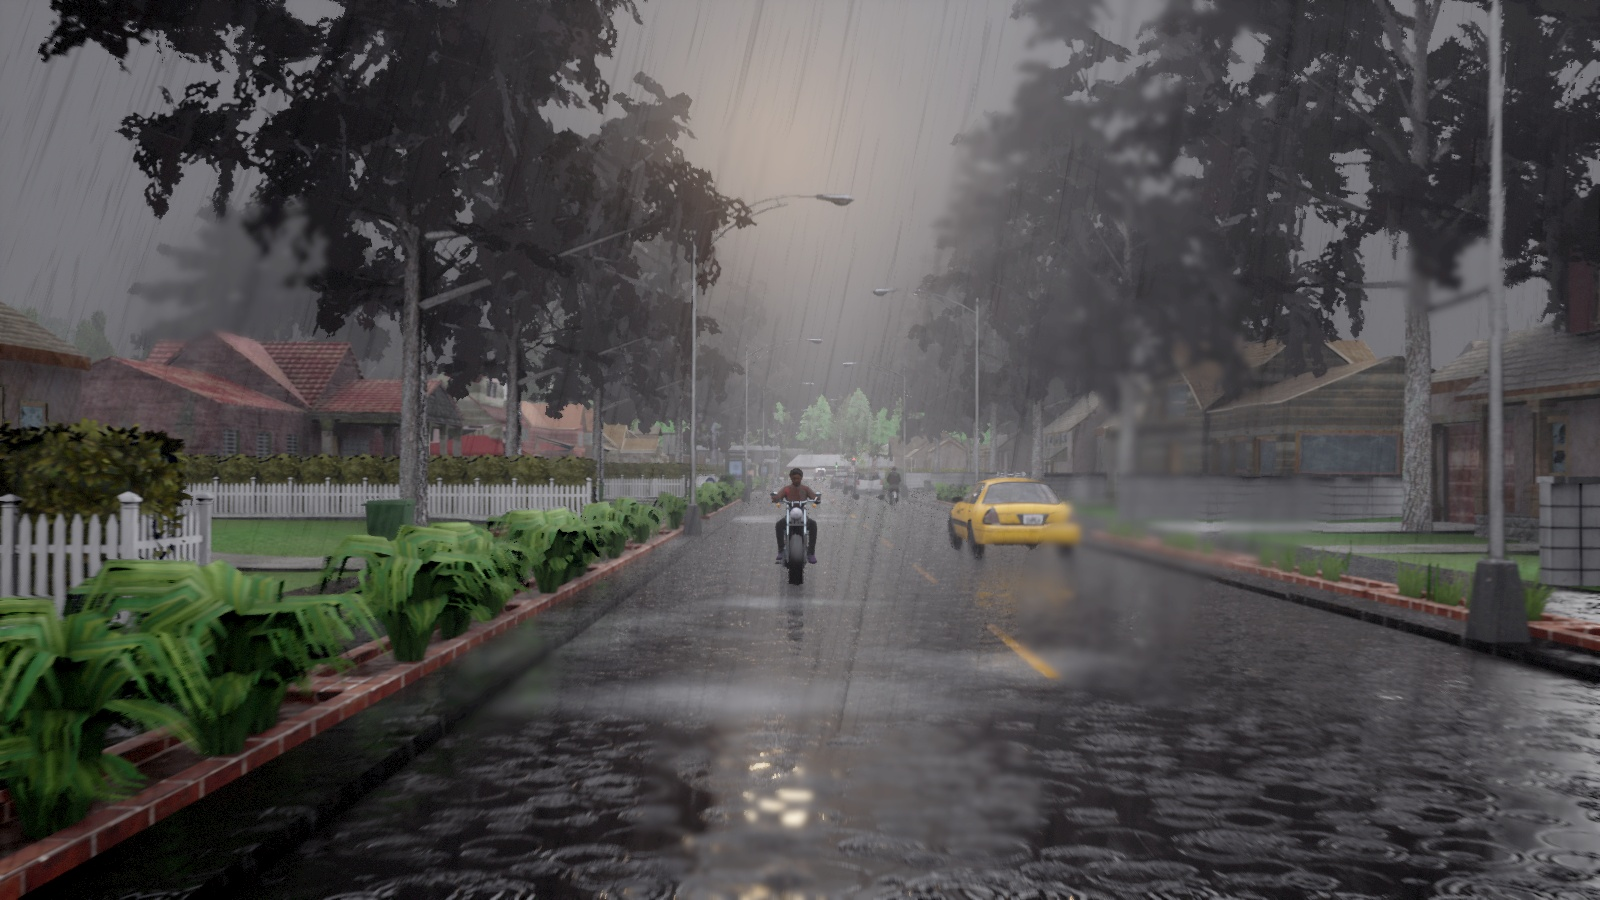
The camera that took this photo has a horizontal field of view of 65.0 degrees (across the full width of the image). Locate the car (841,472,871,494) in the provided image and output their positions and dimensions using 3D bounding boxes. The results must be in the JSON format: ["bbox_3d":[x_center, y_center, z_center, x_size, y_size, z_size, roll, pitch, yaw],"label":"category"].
[{"bbox_3d":[3.789,2.249,85.741,1.845,1.501,3.633,0,-1,0],"label":"car"}]

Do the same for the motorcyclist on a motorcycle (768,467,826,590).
[{"bbox_3d":[-0.045,1.068,18.076,0.766,1.649,2.350,0,-1,0],"label":"motorcyclist on a motorcycle"}]

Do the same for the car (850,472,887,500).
[{"bbox_3d":[3.826,1.997,70.685,1.845,1.501,3.633,0,-1,0],"label":"car"}]

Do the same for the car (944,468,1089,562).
[{"bbox_3d":[3.941,1.135,23.738,1.801,1.575,5.366,0,-1,0],"label":"car"}]
